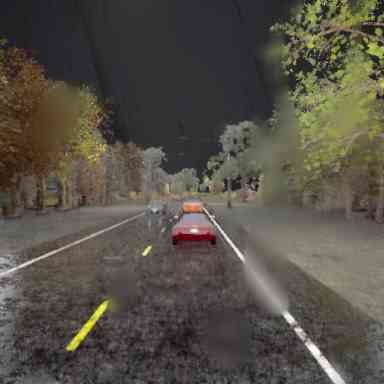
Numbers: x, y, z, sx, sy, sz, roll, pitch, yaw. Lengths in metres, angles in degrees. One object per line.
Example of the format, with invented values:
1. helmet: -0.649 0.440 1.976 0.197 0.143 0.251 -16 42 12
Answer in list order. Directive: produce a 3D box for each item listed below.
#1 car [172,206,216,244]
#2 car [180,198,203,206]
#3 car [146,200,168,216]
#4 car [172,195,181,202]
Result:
1. car: 0.099 1.616 16.109 1.994 1.385 4.181 0 0 0
2. car: 0.094 1.464 36.157 2.097 1.767 4.553 0 0 0
3. car: -3.593 1.599 34.453 2.128 1.511 4.902 0 0 0
4. car: -3.510 1.394 74.946 1.882 1.535 5.008 0 0 0
